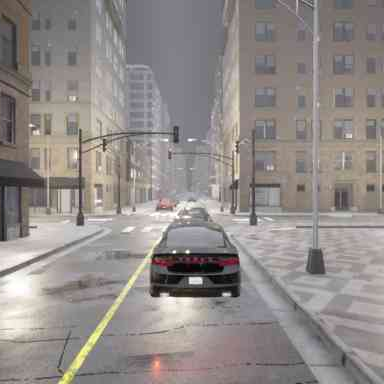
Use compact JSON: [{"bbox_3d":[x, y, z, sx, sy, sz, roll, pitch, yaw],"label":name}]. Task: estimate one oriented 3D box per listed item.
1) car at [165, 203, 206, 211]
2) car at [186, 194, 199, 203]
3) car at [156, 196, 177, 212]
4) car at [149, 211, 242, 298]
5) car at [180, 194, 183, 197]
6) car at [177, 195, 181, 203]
[{"bbox_3d":[0.081,1.546,18.392,2.033,1.411,5.357,0,0,6],"label":"car"},{"bbox_3d":[-0.032,1.595,70.801,1.895,1.301,4.718,0,0,0],"label":"car"},{"bbox_3d":[-3.156,1.474,39.761,1.882,1.535,5.008,0,0,-1],"label":"car"},{"bbox_3d":[0.063,1.477,8.582,1.882,1.535,5.008,0,0,0],"label":"car"},{"bbox_3d":[-3.155,1.500,59.667,1.837,1.490,4.892,0,0,0],"label":"car"},{"bbox_3d":[-3.139,1.543,49.492,2.033,1.411,5.357,0,0,0],"label":"car"}]
